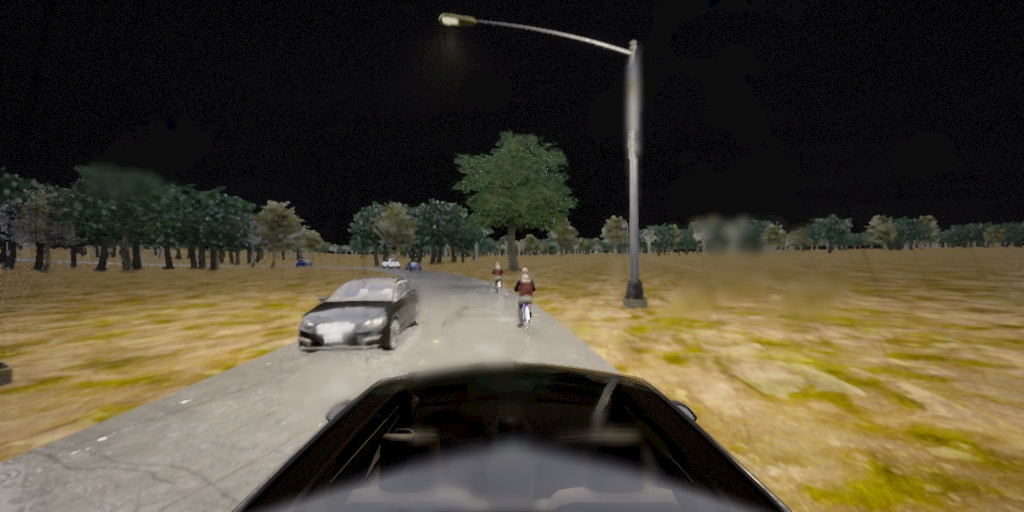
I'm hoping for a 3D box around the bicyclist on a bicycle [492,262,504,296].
[{"bbox_3d":[-0.744,1.177,18.784,0.659,1.776,1.843,-1,0,-9],"label":"bicyclist on a bicycle"}]

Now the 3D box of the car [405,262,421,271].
[{"bbox_3d":[-16.471,1.730,59.891,1.812,1.442,4.674,0,0,-30],"label":"car"}]

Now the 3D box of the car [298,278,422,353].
[{"bbox_3d":[-3.567,1.334,9.237,2.128,1.511,4.902,0,-1,-5],"label":"car"}]

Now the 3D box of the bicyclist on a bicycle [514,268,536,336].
[{"bbox_3d":[0.344,1.204,9.862,0.659,1.776,1.843,0,0,-4],"label":"bicyclist on a bicycle"}]
